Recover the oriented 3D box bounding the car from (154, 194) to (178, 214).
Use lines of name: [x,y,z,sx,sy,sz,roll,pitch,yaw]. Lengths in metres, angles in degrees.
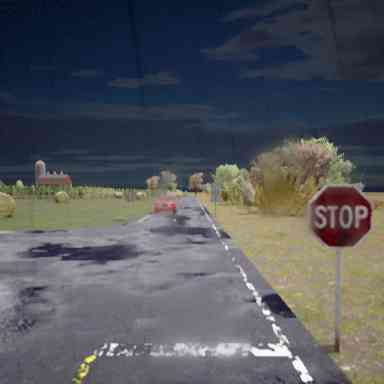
car: [-2.679,1.246,35.172,2.150,2.045,5.566,0,0,0]
